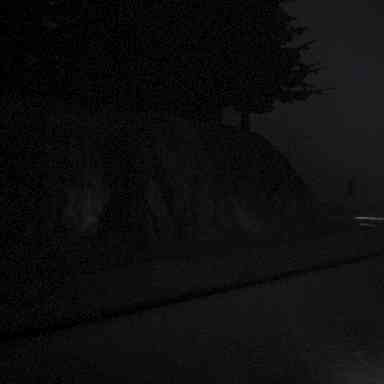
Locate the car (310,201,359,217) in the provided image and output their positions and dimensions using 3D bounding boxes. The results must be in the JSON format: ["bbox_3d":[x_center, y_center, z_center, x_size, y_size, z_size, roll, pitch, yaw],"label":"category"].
[{"bbox_3d":[13.022,1.562,30.666,1.994,1.385,4.181,0,0,-35],"label":"car"}]
